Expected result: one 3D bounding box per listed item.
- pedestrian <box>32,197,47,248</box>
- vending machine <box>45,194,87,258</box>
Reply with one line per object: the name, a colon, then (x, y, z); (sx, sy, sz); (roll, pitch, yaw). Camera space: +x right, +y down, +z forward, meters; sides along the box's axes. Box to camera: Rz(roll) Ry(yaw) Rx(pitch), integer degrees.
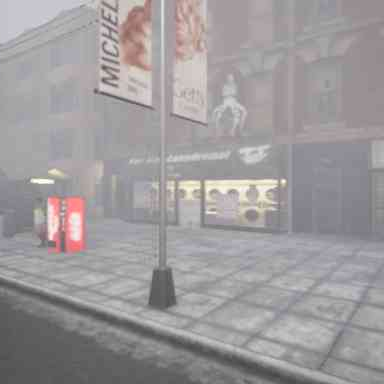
pedestrian: (-5.525, 1.082, 12.176); (0.375, 1.860, 0.375); (0, 0, 36)
vending machine: (-4.475, 1.141, 11.834); (0.880, 2.100, 1.100); (0, 0, 36)
